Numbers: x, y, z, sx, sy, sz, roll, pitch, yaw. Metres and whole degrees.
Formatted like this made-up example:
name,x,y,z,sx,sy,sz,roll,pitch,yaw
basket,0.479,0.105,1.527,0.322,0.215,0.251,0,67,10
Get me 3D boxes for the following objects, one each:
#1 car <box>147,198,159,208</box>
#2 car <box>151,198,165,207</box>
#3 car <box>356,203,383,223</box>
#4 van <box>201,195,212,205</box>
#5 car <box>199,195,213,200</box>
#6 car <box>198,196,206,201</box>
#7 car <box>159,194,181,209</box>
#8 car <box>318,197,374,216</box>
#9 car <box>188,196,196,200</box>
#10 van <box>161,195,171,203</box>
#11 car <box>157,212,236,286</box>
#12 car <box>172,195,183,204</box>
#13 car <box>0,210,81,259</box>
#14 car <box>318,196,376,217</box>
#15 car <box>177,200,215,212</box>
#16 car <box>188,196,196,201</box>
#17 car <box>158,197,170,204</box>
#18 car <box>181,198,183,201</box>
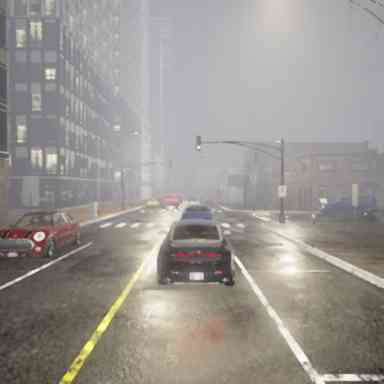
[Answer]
name,x,y,z,sx,sy,sz,roll,pitch,yaw
car,-5.844,1.649,50.329,1.752,1.417,4.829,-1,0,0
car,-5.674,1.704,56.142,1.947,1.339,4.313,-1,0,0
car,16.415,1.869,27.424,4.313,1.339,1.947,1,0,1
van,2.669,1.494,61.734,1.690,1.788,3.998,-1,0,0
car,2.672,1.578,56.089,1.967,1.590,4.097,-1,0,0
car,2.670,1.775,89.953,2.008,1.369,4.403,-1,0,0
car,-3.107,1.340,48.390,2.150,2.045,5.566,0,0,0
car,16.523,1.509,35.802,5.009,1.841,2.192,1,0,1
car,-0.007,1.690,77.018,1.837,1.490,4.892,0,0,0
van,-5.679,1.522,73.075,1.690,1.788,3.998,-1,0,0
car,0.098,1.528,9.428,1.837,1.490,4.892,0,0,0
car,-3.005,1.521,68.076,2.097,1.767,4.553,0,0,0
car,-5.704,1.471,12.551,1.967,1.590,4.097,-1,0,0
car,15.547,1.440,33.218,5.566,2.045,2.150,1,1,1
car,0.427,1.529,21.035,1.882,1.535,5.008,0,0,4
car,-0.008,1.679,87.432,2.033,1.411,5.357,0,0,0
car,-5.675,1.733,67.431,1.947,1.339,4.313,-1,0,0
car,-3.082,1.635,58.143,2.128,1.511,4.902,0,0,0
